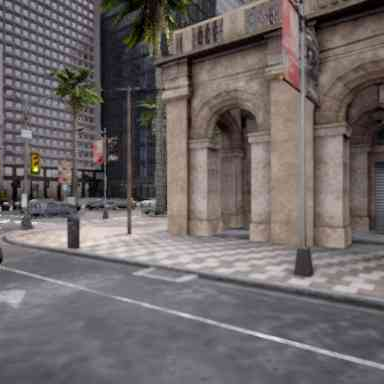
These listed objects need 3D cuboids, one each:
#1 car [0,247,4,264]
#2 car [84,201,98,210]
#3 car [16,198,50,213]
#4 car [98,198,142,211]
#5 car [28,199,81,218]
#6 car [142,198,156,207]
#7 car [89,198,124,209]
[{"bbox_3d":[-7.299,1.658,9.424,4.718,1.301,1.895,0,0,38],"label":"car"},{"bbox_3d":[-12.199,1.732,46.111,2.033,1.411,5.357,0,0,36],"label":"car"},{"bbox_3d":[-17.723,1.536,38.419,2.097,1.767,4.553,0,0,36],"label":"car"},{"bbox_3d":[-9.423,1.658,43.972,2.128,1.511,4.902,0,0,36],"label":"car"},{"bbox_3d":[-13.306,1.712,32.225,1.994,1.385,4.181,0,0,36],"label":"car"},{"bbox_3d":[-6.498,1.710,54.026,1.812,1.442,4.674,0,0,35],"label":"car"},{"bbox_3d":[-12.883,1.713,50.455,2.161,1.482,4.786,0,0,35],"label":"car"}]
